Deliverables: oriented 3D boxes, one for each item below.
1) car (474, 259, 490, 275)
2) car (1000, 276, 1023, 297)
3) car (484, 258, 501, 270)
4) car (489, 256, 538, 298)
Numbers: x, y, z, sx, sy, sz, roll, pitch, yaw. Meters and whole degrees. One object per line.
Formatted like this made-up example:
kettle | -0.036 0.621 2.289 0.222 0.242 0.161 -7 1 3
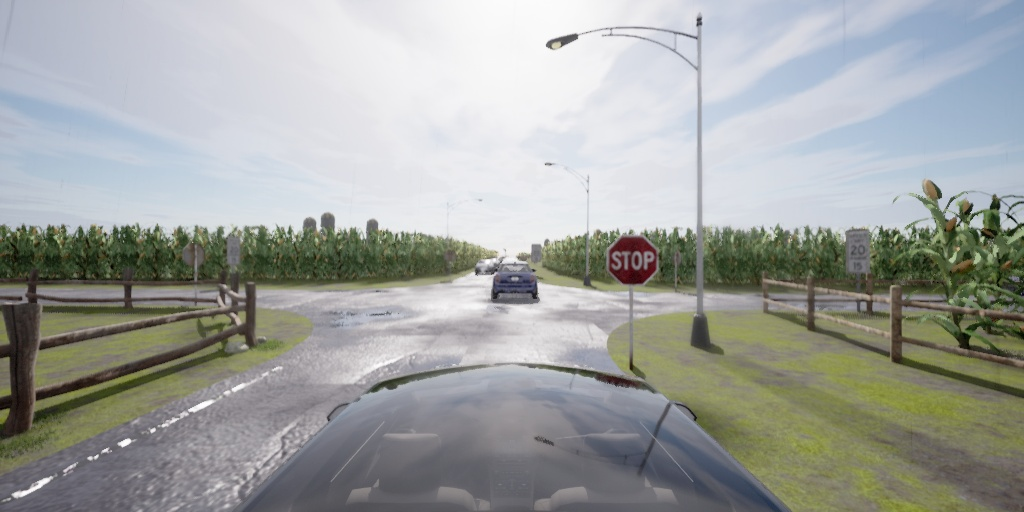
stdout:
car | -2.737 1.138 36.850 2.128 1.511 4.902 0 0 0
car | 27.267 1.265 17.745 4.553 1.767 2.097 0 0 1
car | -2.678 1.086 51.442 2.128 1.511 4.902 0 1 1
car | 0.149 1.065 18.343 2.097 1.767 4.553 0 0 0
